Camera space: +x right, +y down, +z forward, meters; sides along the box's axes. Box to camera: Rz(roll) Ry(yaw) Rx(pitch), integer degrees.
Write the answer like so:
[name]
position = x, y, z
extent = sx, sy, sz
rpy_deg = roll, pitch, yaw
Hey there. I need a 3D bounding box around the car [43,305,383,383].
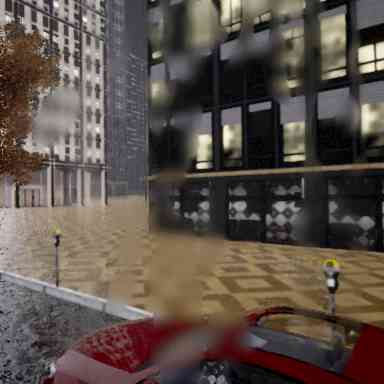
[car]
position = 0.590, 1.582, 2.469
extent = 4.206, 1.307, 1.802
rpy_deg = 0, -1, 36
